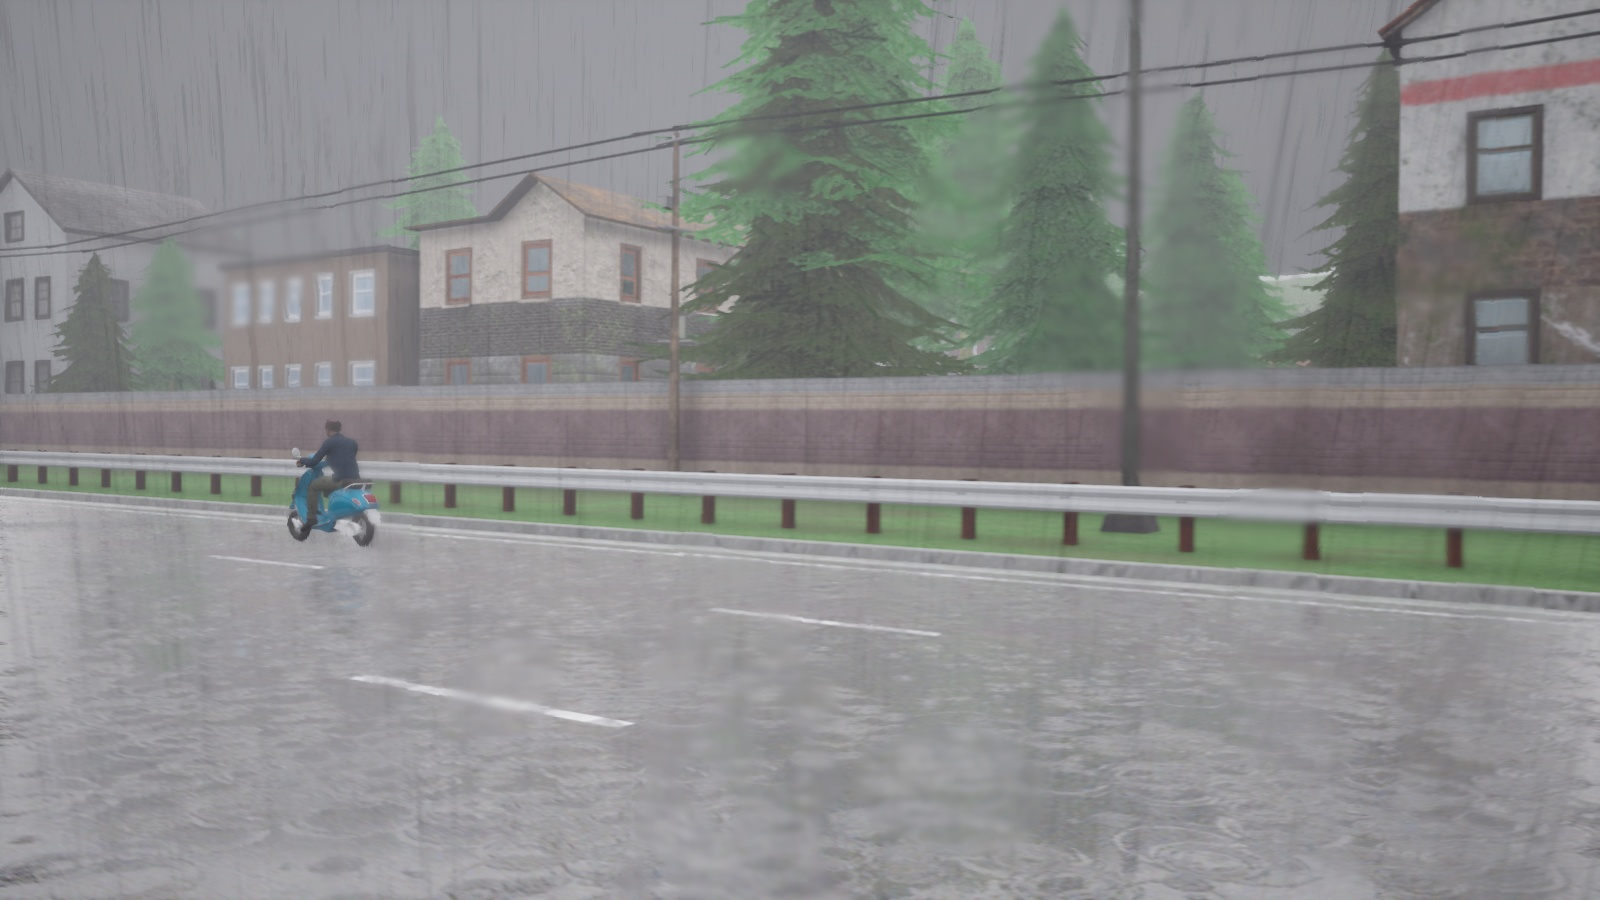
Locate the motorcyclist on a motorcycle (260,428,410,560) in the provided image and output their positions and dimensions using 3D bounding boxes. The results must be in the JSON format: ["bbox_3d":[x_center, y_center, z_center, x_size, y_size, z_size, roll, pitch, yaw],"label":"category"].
[{"bbox_3d":[-5.917,0.521,15.958,1.817,1.590,0.866,0,1,34],"label":"motorcyclist on a motorcycle"}]
